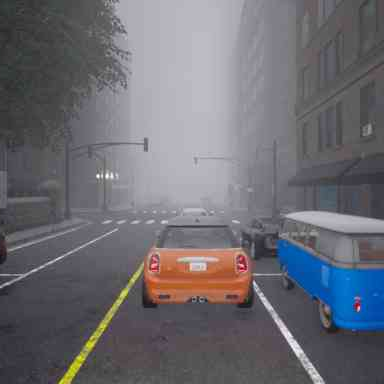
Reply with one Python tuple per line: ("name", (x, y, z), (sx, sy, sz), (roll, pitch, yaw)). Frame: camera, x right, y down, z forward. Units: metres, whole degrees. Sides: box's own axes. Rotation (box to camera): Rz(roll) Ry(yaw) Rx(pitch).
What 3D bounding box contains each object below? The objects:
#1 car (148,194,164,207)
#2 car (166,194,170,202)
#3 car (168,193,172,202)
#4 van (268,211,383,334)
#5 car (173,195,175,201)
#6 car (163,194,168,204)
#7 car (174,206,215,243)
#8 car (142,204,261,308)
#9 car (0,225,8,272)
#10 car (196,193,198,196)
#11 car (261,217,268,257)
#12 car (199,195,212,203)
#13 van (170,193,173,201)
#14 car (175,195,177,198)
("car", (-5.652, 1.498, 50.001), (1.752, 1.417, 4.829), (0, 0, 0))
("car", (-5.649, 1.515, 61.073), (1.887, 1.381, 4.507), (0, 0, 0))
("car", (-5.647, 1.515, 66.524), (1.887, 1.381, 4.507), (0, 0, 0))
("van", (2.858, 1.340, 6.520), (1.690, 1.788, 3.998), (0, 0, 0))
("car", (-5.643, 1.523, 77.425), (2.008, 1.369, 4.403), (0, 0, 0))
("car", (-5.650, 1.522, 55.622), (2.008, 1.369, 4.403), (0, 0, 0))
("car", (0.107, 1.521, 17.075), (1.812, 1.442, 4.674), (0, 0, 0))
("car", (0.105, 1.351, 8.074), (2.097, 1.767, 4.553), (0, 0, 0))
("car", (-5.667, 1.314, 6.482), (2.192, 1.841, 5.009), (0, 0, 0))
("car", (2.887, 1.507, 93.969), (1.752, 1.417, 4.829), (0, 0, 0))
("car", (2.860, 1.563, 12.180), (1.947, 1.339, 4.313), (0, 0, 0))
("car", (2.877, 1.410, 66.557), (1.967, 1.590, 4.097), (0, 0, 0))
("van", (-5.646, 1.312, 71.974), (1.690, 1.788, 3.998), (0, 0, 0))
("car", (-5.642, 1.290, 82.876), (2.192, 1.841, 5.009), (0, 0, 0))
